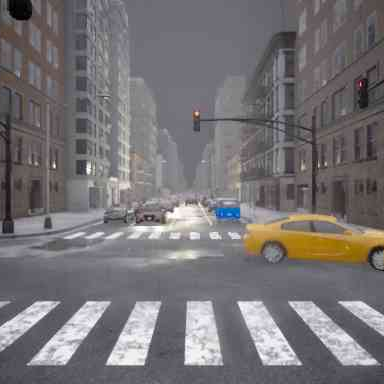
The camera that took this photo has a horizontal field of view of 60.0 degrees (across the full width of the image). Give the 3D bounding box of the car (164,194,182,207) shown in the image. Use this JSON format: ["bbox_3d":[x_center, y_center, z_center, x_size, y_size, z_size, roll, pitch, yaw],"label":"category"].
[{"bbox_3d":[-2.848,1.486,49.236,2.128,1.511,4.902,0,0,0],"label":"car"}]

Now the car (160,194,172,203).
[{"bbox_3d":[-5.462,1.293,70.477,2.192,1.841,5.009,0,0,0],"label":"car"}]

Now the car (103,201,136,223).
[{"bbox_3d":[-5.415,1.550,25.023,2.008,1.369,4.403,0,0,0],"label":"car"}]

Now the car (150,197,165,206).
[{"bbox_3d":[-5.444,1.556,53.432,1.947,1.339,4.313,0,0,0],"label":"car"}]

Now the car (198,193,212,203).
[{"bbox_3d":[2.581,1.305,53.446,2.192,1.841,5.009,0,0,0],"label":"car"}]

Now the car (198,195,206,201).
[{"bbox_3d":[2.545,1.531,87.534,1.947,1.339,4.313,0,0,0],"label":"car"}]

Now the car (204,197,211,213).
[{"bbox_3d":[2.598,1.580,36.402,1.802,1.307,4.206,0,0,0],"label":"car"}]

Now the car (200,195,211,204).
[{"bbox_3d":[2.569,1.422,64.809,1.967,1.590,4.097,0,0,0],"label":"car"}]

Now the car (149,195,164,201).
[{"bbox_3d":[-5.439,1.520,47.580,1.752,1.417,4.829,0,0,0],"label":"car"}]

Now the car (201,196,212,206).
[{"bbox_3d":[2.586,1.576,47.765,1.802,1.307,4.206,0,0,0],"label":"car"}]

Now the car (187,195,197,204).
[{"bbox_3d":[-0.069,1.460,65.168,1.882,1.535,5.008,0,0,0],"label":"car"}]

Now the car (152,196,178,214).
[{"bbox_3d":[-2.867,1.525,35.842,1.812,1.442,4.674,0,0,0],"label":"car"}]

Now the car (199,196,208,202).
[{"bbox_3d":[2.557,1.525,76.171,2.008,1.369,4.403,0,0,0],"label":"car"}]

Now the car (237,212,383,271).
[{"bbox_3d":[4.220,1.511,10.908,5.008,1.535,1.882,0,1,19],"label":"car"}]

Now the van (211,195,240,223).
[{"bbox_3d":[2.610,1.340,25.040,1.690,1.788,3.998,0,0,0],"label":"van"}]

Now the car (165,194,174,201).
[{"bbox_3d":[-5.474,1.410,81.841,1.967,1.590,4.097,0,0,0],"label":"car"}]

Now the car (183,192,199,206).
[{"bbox_3d":[-0.059,1.341,55.136,2.097,1.767,4.553,0,0,0],"label":"car"}]

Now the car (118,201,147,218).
[{"bbox_3d":[-5.421,1.543,30.704,1.887,1.381,4.507,0,0,0],"label":"car"}]

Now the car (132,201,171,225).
[{"bbox_3d":[-2.834,1.563,23.948,1.994,1.385,4.181,0,0,-1],"label":"car"}]
